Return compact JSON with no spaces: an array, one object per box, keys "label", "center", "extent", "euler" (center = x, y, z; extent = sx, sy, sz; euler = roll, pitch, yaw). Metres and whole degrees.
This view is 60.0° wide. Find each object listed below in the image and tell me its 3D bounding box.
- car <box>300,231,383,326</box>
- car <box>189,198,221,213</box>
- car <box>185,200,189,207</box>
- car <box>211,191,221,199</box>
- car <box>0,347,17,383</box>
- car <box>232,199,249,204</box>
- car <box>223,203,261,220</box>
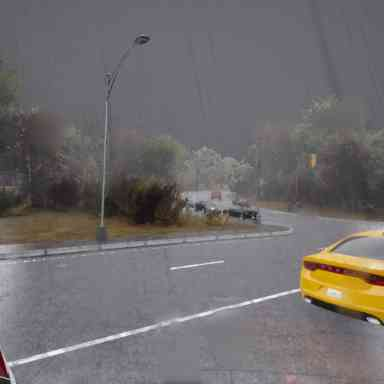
[{"label":"car","center":[4.352,1.542,6.855],"extent":[5.008,1.535,1.882],"euler":[1,-1,-35]},{"label":"car","center":[1.773,1.926,43.099],"extent":[2.128,1.511,4.902],"euler":[2,0,-19]},{"label":"car","center":[-1.046,1.726,52.688],"extent":[1.994,1.385,4.181],"euler":[2,1,-14]},{"label":"car","center":[5.737,0.741,78.963],"extent":[2.150,2.045,5.566],"euler":[2,2,-1]},{"label":"car","center":[-3.240,1.353,1.440],"extent":[4.553,1.767,2.097],"euler":[0,0,-35]},{"label":"car","center":[8.471,1.943,58.659],"extent":[1.837,1.490,4.892],"euler":[2,2,-13]},{"label":"car","center":[5.105,2.147,34.294],"extent":[1.895,1.301,4.718],"euler":[3,-1,-22]}]
